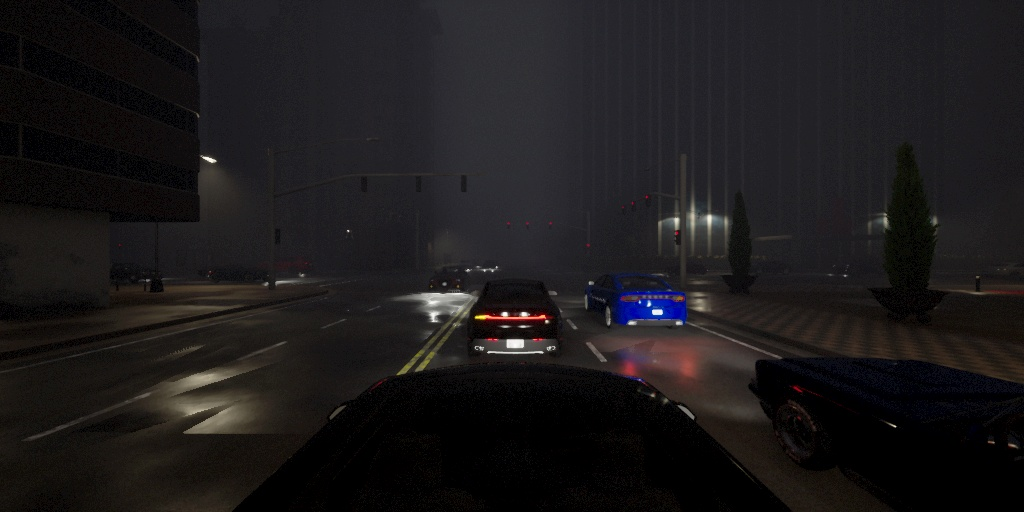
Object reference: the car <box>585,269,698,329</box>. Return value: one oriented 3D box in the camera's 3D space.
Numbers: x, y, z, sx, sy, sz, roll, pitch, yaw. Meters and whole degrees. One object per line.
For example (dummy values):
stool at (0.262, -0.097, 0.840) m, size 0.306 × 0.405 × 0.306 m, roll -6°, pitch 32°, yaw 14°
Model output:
car at (3.573, 1.228, 11.244) m, size 1.882 × 1.535 × 5.008 m, roll 0°, pitch 0°, yaw 0°

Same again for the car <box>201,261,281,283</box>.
car at (-20.686, 1.314, 27.504) m, size 4.181 × 1.385 × 1.994 m, roll 0°, pitch 0°, yaw -1°

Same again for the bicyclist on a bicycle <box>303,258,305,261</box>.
bicyclist on a bicycle at (-26.427, 1.051, 45.427) m, size 0.582 × 1.620 × 1.656 m, roll 0°, pitch 0°, yaw -1°

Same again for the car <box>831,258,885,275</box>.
car at (37.385, 1.102, 38.787) m, size 4.553 × 1.767 × 2.097 m, roll 0°, pitch 0°, yaw 0°

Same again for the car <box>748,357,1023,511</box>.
car at (3.601, 1.351, 1.899) m, size 1.895 × 1.301 × 4.718 m, roll 0°, pitch 0°, yaw 0°

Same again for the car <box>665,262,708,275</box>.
car at (18.700, 1.314, 38.606) m, size 4.181 × 1.385 × 1.994 m, roll 0°, pitch 0°, yaw -1°

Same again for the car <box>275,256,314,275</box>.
car at (-24.002, 0.971, 38.045) m, size 5.566 × 2.045 × 2.150 m, roll 0°, pitch 0°, yaw 1°

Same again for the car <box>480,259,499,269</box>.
car at (-3.600, 1.314, 57.160) m, size 1.994 × 1.385 × 4.181 m, roll 0°, pitch 0°, yaw 0°

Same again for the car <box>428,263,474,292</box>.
car at (-3.604, 1.314, 21.177) m, size 1.994 × 1.385 × 4.181 m, roll 0°, pitch 0°, yaw 0°

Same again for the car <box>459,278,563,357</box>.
car at (0.060, 1.255, 8.555) m, size 1.837 × 1.490 × 4.892 m, roll 0°, pitch 0°, yaw 0°

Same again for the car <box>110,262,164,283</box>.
car at (-29.607, 1.241, 27.418) m, size 4.902 × 1.511 × 2.128 m, roll 0°, pitch 0°, yaw 0°

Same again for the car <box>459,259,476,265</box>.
car at (-7.100, 1.275, 55.289) m, size 1.812 × 1.442 × 4.674 m, roll 0°, pitch 0°, yaw 0°

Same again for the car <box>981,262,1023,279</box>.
car at (44.471, 1.275, 31.670) m, size 4.674 × 1.442 × 1.812 m, roll 0°, pitch 0°, yaw -1°

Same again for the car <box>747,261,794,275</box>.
car at (27.552, 1.255, 38.697) m, size 4.892 × 1.490 × 1.837 m, roll 0°, pitch 0°, yaw -1°

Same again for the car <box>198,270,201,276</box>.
car at (-24.040, 1.351, 30.970) m, size 4.718 × 1.301 × 1.895 m, roll 0°, pitch 0°, yaw -1°
